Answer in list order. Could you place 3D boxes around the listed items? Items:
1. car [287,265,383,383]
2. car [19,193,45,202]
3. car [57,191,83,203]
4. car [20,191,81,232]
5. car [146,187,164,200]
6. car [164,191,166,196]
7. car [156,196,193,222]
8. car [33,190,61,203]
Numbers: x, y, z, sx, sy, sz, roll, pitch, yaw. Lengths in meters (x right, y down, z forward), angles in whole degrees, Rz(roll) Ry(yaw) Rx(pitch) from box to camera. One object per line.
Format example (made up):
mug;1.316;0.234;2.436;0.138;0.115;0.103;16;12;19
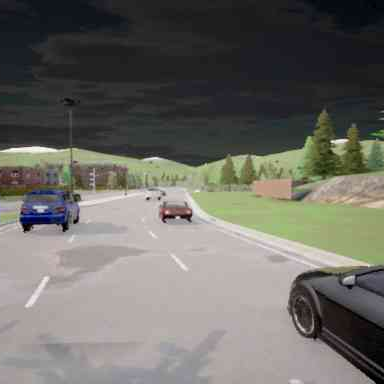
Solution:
car;2.841;1.473;3.883;1.994;1.385;4.181;0;1;-11
car;-24.783;0.814;51.671;1.895;1.301;4.718;0;1;-1
car;-17.701;0.719;48.566;2.128;1.511;4.902;0;1;-1
car;-7.643;0.933;18.346;2.150;2.045;5.566;-1;1;-11
car;-6.189;0.276;54.105;2.150;2.045;5.566;0;1;-2
car;-6.931;0.225;75.424;1.994;1.385;4.181;0;1;-2
car;-1.189;1.204;22.096;1.895;1.301;4.718;-1;1;-9
car;-21.209;0.594;48.837;2.097;1.767;4.553;0;1;-1
